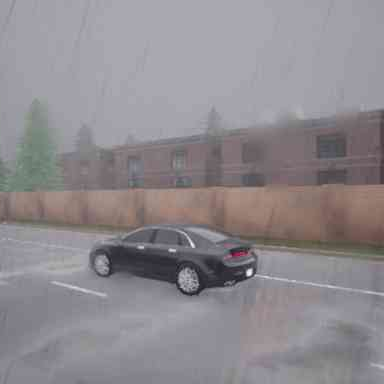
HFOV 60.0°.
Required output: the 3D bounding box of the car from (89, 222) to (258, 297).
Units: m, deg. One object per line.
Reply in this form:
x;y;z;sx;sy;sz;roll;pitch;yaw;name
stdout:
-0.700;1.560;8.788;4.892;1.490;1.837;-1;0;35;car
